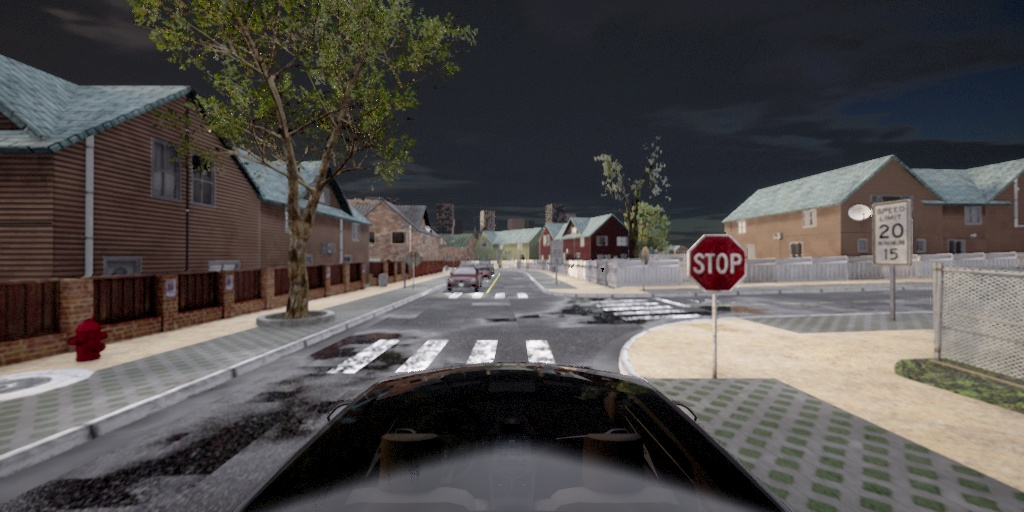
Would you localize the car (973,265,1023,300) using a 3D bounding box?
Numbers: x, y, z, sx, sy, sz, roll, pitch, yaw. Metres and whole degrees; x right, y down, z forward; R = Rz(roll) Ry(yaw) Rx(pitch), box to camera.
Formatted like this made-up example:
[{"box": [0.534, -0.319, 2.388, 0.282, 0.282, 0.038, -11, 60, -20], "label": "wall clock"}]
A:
[{"box": [19.171, 0.918, 12.276, 4.718, 1.301, 1.895, -1, 0, -1], "label": "car"}]

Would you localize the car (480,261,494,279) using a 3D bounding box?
[{"box": [-2.989, 1.491, 34.427, 1.994, 1.385, 4.181, 0, 0, -1], "label": "car"}]

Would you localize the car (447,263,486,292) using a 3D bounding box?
[{"box": [-2.907, 1.391, 22.767, 1.812, 1.442, 4.674, 0, 0, 0], "label": "car"}]
